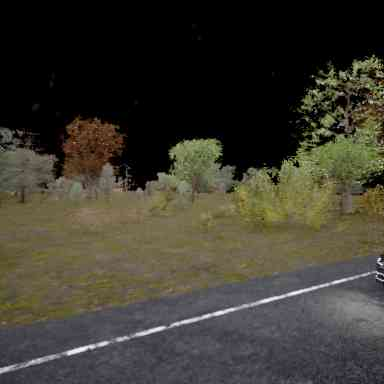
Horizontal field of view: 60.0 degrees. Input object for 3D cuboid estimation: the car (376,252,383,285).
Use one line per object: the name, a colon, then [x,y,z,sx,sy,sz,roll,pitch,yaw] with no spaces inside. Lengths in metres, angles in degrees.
car: [6.645,1.634,8.611,4.892,1.490,1.837,1,-1,-36]
